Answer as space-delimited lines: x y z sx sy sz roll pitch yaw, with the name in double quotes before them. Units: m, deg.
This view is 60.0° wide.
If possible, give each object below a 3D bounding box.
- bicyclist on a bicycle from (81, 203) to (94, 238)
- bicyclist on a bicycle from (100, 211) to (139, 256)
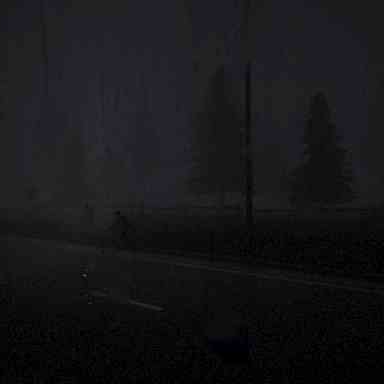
"bicyclist on a bicycle" -5.146 1.393 16.454 0.582 1.620 1.656 -1 -1 1
"bicyclist on a bicycle" -2.621 1.509 12.261 1.656 1.620 0.582 1 -1 -43
